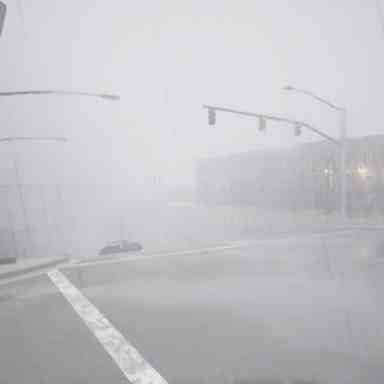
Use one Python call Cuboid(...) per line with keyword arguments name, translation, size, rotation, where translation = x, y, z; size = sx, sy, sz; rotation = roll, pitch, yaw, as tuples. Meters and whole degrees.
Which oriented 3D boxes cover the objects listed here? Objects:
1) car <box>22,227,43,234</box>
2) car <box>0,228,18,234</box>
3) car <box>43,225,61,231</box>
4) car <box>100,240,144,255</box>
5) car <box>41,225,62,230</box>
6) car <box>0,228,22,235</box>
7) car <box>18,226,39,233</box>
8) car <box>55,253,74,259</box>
Cuboid(name="car", translation=(-39.872, 9.264, 81.227), size=(2.038, 1.542, 4.974), rotation=(0, 0, 21))
Cuboid(name="car", translation=(-43.803, 9.160, 78.747), size=(4.536, 1.218, 1.853), rotation=(0, 0, 11))
Cuboid(name="car", translation=(-35.774, 9.202, 84.779), size=(4.974, 1.542, 2.038), rotation=(-1, 0, -4))
Cuboid(name="car", translation=(-5.365, 4.268, 24.970), size=(1.895, 1.301, 4.718), rotation=(-2, -12, -33))
Cuboid(name="car", translation=(-35.827, 9.045, 84.774), size=(4.536, 1.218, 1.853), rotation=(-1, 0, -4))
Cuboid(name="car", translation=(-43.750, 9.317, 78.738), size=(4.974, 1.542, 2.038), rotation=(0, 0, 11))
Cuboid(name="car", translation=(-39.855, 9.106, 81.274), size=(1.853, 1.218, 4.536), rotation=(0, 0, 21))
Cuboid(name="car", translation=(-16.218, 8.524, 41.994), size=(1.882, 1.535, 5.008), rotation=(-1, -8, -33))
